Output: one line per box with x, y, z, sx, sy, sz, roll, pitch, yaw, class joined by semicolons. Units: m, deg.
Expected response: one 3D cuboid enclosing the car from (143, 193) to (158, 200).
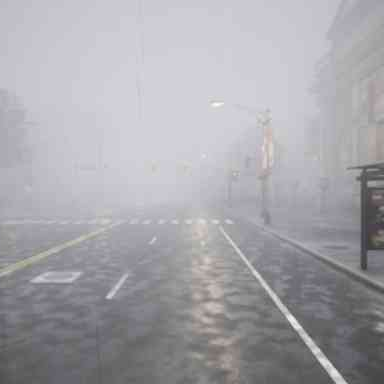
-10.576;1.302;85.062;1.837;1.490;4.892;0;0;0;car

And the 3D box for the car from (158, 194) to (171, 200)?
-7.122;1.323;86.696;1.812;1.442;4.674;0;0;0;car
